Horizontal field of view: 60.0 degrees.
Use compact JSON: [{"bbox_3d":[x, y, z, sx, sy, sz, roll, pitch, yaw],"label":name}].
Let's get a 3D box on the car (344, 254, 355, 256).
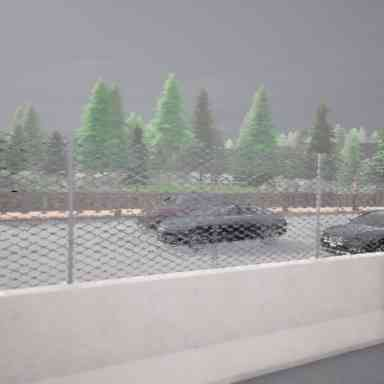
[{"bbox_3d":[6.362,1.290,10.546,4.892,1.490,1.837,0,2,-22],"label":"car"}]
